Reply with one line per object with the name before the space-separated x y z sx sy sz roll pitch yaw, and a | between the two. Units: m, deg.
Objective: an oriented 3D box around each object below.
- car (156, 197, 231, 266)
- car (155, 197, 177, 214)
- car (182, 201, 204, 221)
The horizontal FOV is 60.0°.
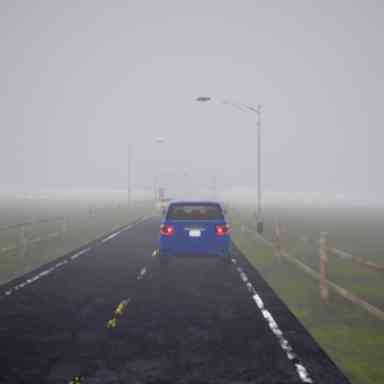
car | 0.090 1.239 11.776 2.150 2.045 5.566 0 0 0
car | -2.835 1.419 37.537 2.097 1.767 4.553 0 0 0
car | 0.097 1.575 28.853 1.812 1.442 4.674 0 0 0
